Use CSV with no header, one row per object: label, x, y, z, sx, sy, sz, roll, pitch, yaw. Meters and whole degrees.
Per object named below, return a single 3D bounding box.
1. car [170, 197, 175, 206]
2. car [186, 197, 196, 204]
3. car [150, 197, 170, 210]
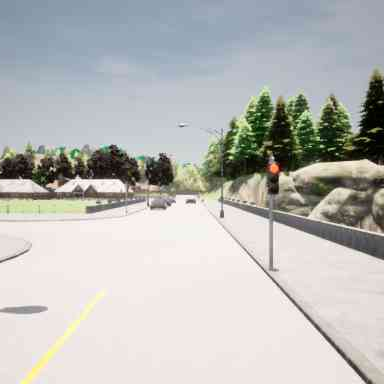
car,-4.248,1.552,53.178,2.033,1.411,5.357,0,0,-1
car,-0.180,1.607,63.407,1.895,1.301,4.718,0,0,0
car,-4.222,1.530,42.698,1.812,1.442,4.674,0,0,-1
